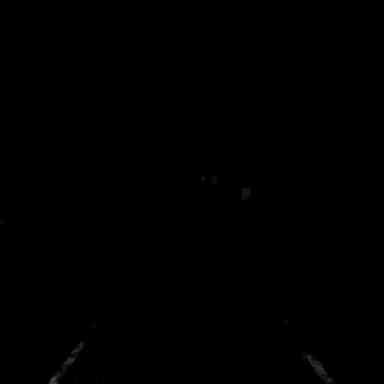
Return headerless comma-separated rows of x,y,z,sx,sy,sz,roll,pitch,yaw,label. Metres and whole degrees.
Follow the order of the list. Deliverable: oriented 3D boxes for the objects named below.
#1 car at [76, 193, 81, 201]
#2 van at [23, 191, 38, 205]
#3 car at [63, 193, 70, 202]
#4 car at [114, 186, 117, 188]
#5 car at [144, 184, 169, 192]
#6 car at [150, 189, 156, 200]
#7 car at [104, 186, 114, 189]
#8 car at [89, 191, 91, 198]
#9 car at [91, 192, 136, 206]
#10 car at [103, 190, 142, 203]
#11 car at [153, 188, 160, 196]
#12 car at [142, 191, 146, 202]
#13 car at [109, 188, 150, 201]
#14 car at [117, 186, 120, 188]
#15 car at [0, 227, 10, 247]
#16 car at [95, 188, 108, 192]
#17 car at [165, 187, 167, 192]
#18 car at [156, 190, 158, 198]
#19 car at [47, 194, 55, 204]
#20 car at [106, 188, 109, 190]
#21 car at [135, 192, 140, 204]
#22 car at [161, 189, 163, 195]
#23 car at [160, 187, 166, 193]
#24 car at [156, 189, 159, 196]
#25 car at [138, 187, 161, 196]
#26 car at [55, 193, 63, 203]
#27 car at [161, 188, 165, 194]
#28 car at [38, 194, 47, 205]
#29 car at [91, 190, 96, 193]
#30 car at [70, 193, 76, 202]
-23.162,1.016,60.019,4.792,1.488,2.163,0,1,0,car
-23.157,0.845,43.404,4.442,1.987,1.878,1,0,0,van
-23.407,1.044,54.569,5.366,1.575,1.946,0,0,0,car
-23.067,-0.011,87.892,4.553,1.767,2.185,0,3,0,car
-9.952,-0.411,93.539,5.566,2.045,2.435,0,3,0,car
-10.048,0.756,65.704,4.553,1.767,2.185,0,1,0,car
-23.095,0.106,82.312,5.566,2.045,2.435,0,2,0,car
-23.155,0.881,65.599,5.008,1.535,2.097,0,1,0,car
-10.175,1.103,43.415,4.792,1.488,2.163,0,0,0,car
-10.204,0.948,48.985,4.553,1.767,2.185,0,0,0,car
-10.064,0.531,74.063,4.553,1.767,2.185,0,2,0,car
-10.152,1.067,51.764,5.008,1.535,2.097,0,0,0,car
-10.170,0.799,54.556,5.566,2.045,2.435,0,0,0,car
-23.015,-0.018,90.680,5.008,1.535,2.097,0,3,0,car
-10.053,1.661,13.600,4.792,1.488,2.163,0,0,0,car
-22.912,0.563,76.746,5.366,1.575,1.946,0,2,0,car
-9.937,0.018,90.774,4.674,1.452,2.002,0,3,0,car
-10.035,0.844,68.495,4.792,1.488,2.163,0,1,0,car
-23.256,1.110,48.864,4.674,1.452,2.002,0,0,0,car
-23.088,0.465,79.534,5.008,1.535,2.097,0,2,0,car
-10.218,1.104,46.199,4.792,1.488,2.163,0,0,0,car
-10.004,0.503,79.633,4.674,1.452,2.002,0,2,0,car
-9.965,0.237,85.205,5.008,1.535,2.097,0,3,0,car
-10.077,0.769,71.282,4.792,1.488,2.163,0,2,0,car
-10.048,0.439,76.842,4.553,1.767,2.185,0,2,0,car
-23.266,1.093,51.776,4.792,1.488,2.163,0,0,0,car
-9.980,0.354,82.418,5.008,1.535,2.097,0,2,0,car
-23.272,1.110,46.079,4.674,1.452,2.002,0,0,0,car
-23.138,0.813,68.516,4.892,1.521,2.231,0,1,0,car
-23.392,1.018,57.364,5.366,1.575,1.946,0,0,0,car
